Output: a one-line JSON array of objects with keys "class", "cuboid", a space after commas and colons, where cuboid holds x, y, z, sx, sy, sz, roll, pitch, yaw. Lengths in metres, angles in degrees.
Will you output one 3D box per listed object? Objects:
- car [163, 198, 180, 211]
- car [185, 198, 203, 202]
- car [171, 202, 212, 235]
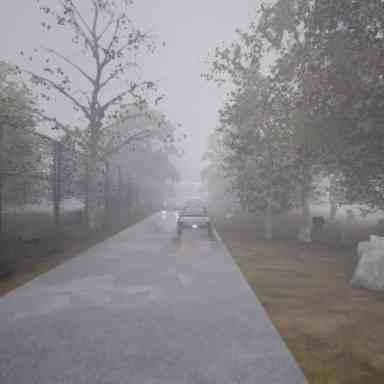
[{"class": "car", "cuboid": [-2.597, 1.548, 43.395, 2.097, 1.767, 4.553, 0, 0, 0]}, {"class": "car", "cuboid": [0.220, 1.467, 37.863, 2.097, 1.767, 4.553, 0, 0, 0]}, {"class": "car", "cuboid": [0.138, 1.546, 19.365, 2.128, 1.511, 4.902, 0, 0, 0]}]
